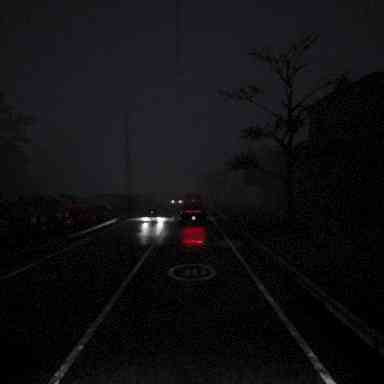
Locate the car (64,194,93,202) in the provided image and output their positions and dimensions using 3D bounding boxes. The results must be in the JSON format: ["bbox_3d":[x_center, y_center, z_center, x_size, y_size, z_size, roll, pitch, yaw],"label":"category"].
[{"bbox_3d":[-22.029,1.215,64.772,5.008,1.535,2.097,0,1,0],"label":"car"}]

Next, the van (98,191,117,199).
[{"bbox_3d":[-22.160,0.766,86.973,4.442,1.987,1.878,0,1,0],"label":"van"}]

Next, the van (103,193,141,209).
[{"bbox_3d":[-9.042,1.152,43.160,4.442,1.987,1.878,0,0,0],"label":"van"}]

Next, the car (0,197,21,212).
[{"bbox_3d":[-22.186,1.390,37.009,5.366,1.575,1.946,0,0,0],"label":"car"}]

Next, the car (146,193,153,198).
[{"bbox_3d":[-8.962,1.365,51.580,4.792,1.488,2.163,0,0,0],"label":"car"}]

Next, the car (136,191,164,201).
[{"bbox_3d":[-8.921,0.898,71.202,5.566,2.045,2.435,0,1,0],"label":"car"}]

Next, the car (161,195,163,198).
[{"bbox_3d":[-8.762,1.174,68.401,5.366,1.575,1.946,0,1,0],"label":"car"}]

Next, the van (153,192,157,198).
[{"bbox_3d":[-8.821,1.063,57.183,4.442,1.987,1.878,0,1,0],"label":"van"}]

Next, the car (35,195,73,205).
[{"bbox_3d":[-22.199,1.316,53.667,5.366,1.575,1.946,0,0,0],"label":"car"}]

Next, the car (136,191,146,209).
[{"bbox_3d":[-8.895,1.133,40.360,5.566,2.045,2.435,0,0,0],"label":"car"}]

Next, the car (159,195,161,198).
[{"bbox_3d":[-8.948,1.246,65.598,4.674,1.452,2.002,0,1,0],"label":"car"}]

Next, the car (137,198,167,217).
[{"bbox_3d":[-3.331,1.489,29.648,1.994,1.385,4.181,0,0,0],"label":"car"}]

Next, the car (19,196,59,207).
[{"bbox_3d":[-22.038,1.386,48.112,4.792,1.488,2.163,0,0,0],"label":"car"}]

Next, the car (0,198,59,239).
[{"bbox_3d":[-8.870,1.314,15.130,4.553,1.767,2.185,0,0,0],"label":"car"}]

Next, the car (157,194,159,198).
[{"bbox_3d":[-8.935,1.262,59.992,5.008,1.535,2.097,0,1,0],"label":"car"}]

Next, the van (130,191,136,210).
[{"bbox_3d":[-9.037,1.164,37.556,4.442,1.987,1.878,0,0,0],"label":"van"}]

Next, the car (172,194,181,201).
[{"bbox_3d":[-3.214,1.127,70.956,1.882,1.535,5.008,0,1,0],"label":"car"}]

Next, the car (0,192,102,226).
[{"bbox_3d":[-8.878,1.176,20.736,5.566,2.045,2.435,0,0,0],"label":"car"}]

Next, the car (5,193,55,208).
[{"bbox_3d":[-21.979,1.118,45.336,5.566,2.045,2.435,0,0,0],"label":"car"}]

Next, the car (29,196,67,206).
[{"bbox_3d":[-21.982,1.372,50.896,4.792,1.488,2.163,0,0,0],"label":"car"}]

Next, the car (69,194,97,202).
[{"bbox_3d":[-22.032,1.187,67.548,5.008,1.535,2.097,0,1,0],"label":"car"}]

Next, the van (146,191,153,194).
[{"bbox_3d":[-9.052,1.086,54.381,4.442,1.987,1.878,0,0,0],"label":"van"}]

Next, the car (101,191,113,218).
[{"bbox_3d":[-8.880,1.169,23.539,5.566,2.045,2.435,0,0,0],"label":"car"}]

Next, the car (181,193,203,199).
[{"bbox_3d":[0.121,1.104,40.564,2.150,2.045,5.566,0,1,0],"label":"car"}]

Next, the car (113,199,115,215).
[{"bbox_3d":[-8.908,1.455,26.343,4.674,1.452,2.002,0,0,0],"label":"car"}]

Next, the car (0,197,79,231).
[{"bbox_3d":[-8.872,1.307,17.933,4.553,1.767,2.185,0,0,0],"label":"car"}]

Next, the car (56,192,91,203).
[{"bbox_3d":[-21.993,0.992,61.994,5.566,2.045,2.435,0,1,0],"label":"car"}]

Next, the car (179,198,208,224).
[{"bbox_3d":[0.112,1.446,24.187,1.837,1.490,4.892,0,0,0],"label":"car"}]

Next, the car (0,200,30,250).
[{"bbox_3d":[-8.930,1.320,12.326,4.553,1.767,2.185,0,0,0],"label":"car"}]

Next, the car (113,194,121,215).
[{"bbox_3d":[-8.945,1.283,29.146,4.553,1.767,2.185,0,0,0],"label":"car"}]

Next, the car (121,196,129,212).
[{"bbox_3d":[-8.909,1.403,31.949,4.892,1.521,2.231,0,0,0],"label":"car"}]

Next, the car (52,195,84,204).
[{"bbox_3d":[-22.013,1.272,59.222,4.892,1.521,2.231,0,1,0],"label":"car"}]

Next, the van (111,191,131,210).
[{"bbox_3d":[-9.035,1.170,34.752,4.442,1.987,1.878,0,0,0],"label":"van"}]

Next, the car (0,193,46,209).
[{"bbox_3d":[-22.033,1.129,42.560,5.566,2.045,2.435,0,0,0],"label":"car"}]

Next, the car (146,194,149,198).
[{"bbox_3d":[-8.934,1.366,45.969,4.892,1.521,2.231,0,0,0],"label":"car"}]

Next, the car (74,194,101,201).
[{"bbox_3d":[-22.035,1.161,70.324,4.892,1.521,2.231,0,1,0],"label":"car"}]

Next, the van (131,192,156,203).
[{"bbox_3d":[-9.059,1.008,62.793,4.442,1.987,1.878,0,1,0],"label":"van"}]

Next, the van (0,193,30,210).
[{"bbox_3d":[-22.119,1.161,39.783,4.442,1.987,1.878,0,0,0],"label":"van"}]

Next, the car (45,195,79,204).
[{"bbox_3d":[-22.011,1.296,56.444,5.008,1.535,2.097,0,0,0],"label":"car"}]
